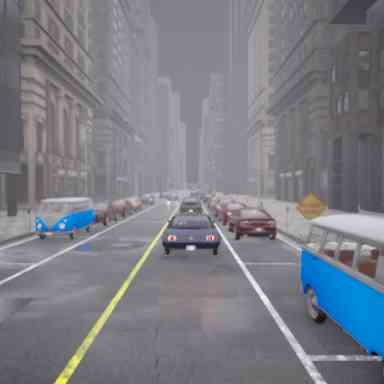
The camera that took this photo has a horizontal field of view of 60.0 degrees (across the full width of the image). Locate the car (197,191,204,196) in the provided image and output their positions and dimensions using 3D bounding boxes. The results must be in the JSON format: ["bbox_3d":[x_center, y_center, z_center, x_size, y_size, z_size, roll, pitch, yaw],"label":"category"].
[{"bbox_3d":[2.349,0.509,94.080,1.802,1.307,4.206,0,1,0],"label":"car"}]

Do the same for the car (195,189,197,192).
[{"bbox_3d":[2.397,0.577,83.046,1.752,1.417,4.829,0,1,0],"label":"car"}]

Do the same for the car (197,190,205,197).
[{"bbox_3d":[2.372,0.305,88.476,2.192,1.841,5.009,0,1,0],"label":"car"}]

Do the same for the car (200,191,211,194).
[{"bbox_3d":[2.544,0.978,49.269,1.887,1.381,4.507,0,1,0],"label":"car"}]

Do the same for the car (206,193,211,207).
[{"bbox_3d":[2.617,1.149,32.634,1.752,1.417,4.829,0,1,0],"label":"car"}]

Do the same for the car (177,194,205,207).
[{"bbox_3d":[-0.080,1.180,28.329,1.837,1.490,4.892,0,1,0],"label":"car"}]

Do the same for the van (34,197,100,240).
[{"bbox_3d":[-5.835,1.162,15.612,1.690,1.788,3.998,0,1,0],"label":"van"}]

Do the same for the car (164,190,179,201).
[{"bbox_3d":[-3.310,0.856,58.454,1.812,1.442,4.674,0,1,0],"label":"car"}]

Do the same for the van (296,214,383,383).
[{"bbox_3d":[2.739,1.288,4.455,1.690,1.788,3.998,0,1,0],"label":"van"}]

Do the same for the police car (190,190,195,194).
[{"bbox_3d":[0.532,0.465,84.174,1.930,1.638,5.238,0,1,0],"label":"police car"}]

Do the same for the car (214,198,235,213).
[{"bbox_3d":[2.667,1.298,21.262,1.887,1.381,4.507,0,1,0],"label":"car"}]

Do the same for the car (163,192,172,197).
[{"bbox_3d":[-6.128,0.607,82.835,2.008,1.369,4.403,0,1,0],"label":"car"}]

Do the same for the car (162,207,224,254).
[{"bbox_3d":[-0.017,1.453,12.703,1.895,1.301,4.718,0,1,0],"label":"car"}]

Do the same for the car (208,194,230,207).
[{"bbox_3d":[2.642,1.130,26.862,1.967,1.590,4.097,0,1,0],"label":"car"}]

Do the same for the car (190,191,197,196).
[{"bbox_3d":[0.489,0.433,94.065,1.837,1.490,4.892,0,1,0],"label":"car"}]

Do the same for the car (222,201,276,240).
[{"bbox_3d":[2.691,1.363,15.660,1.887,1.381,4.507,0,1,0],"label":"car"}]

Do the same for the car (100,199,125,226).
[{"bbox_3d":[-5.858,1.301,21.216,1.887,1.381,4.507,0,1,0],"label":"car"}]

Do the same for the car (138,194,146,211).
[{"bbox_3d":[-5.907,1.155,32.249,1.752,1.417,4.829,0,1,0],"label":"car"}]

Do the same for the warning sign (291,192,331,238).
[{"bbox_3d":[5.009,0.951,14.080,1.300,1.860,1.060,0,1,0],"label":"warning sign"}]

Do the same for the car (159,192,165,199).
[{"bbox_3d":[-6.079,0.727,71.631,1.887,1.381,4.507,0,1,0],"label":"car"}]

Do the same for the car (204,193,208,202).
[{"bbox_3d":[2.593,1.143,38.067,1.802,1.307,4.206,0,1,0],"label":"car"}]

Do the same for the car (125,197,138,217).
[{"bbox_3d":[-5.883,1.237,26.817,1.887,1.381,4.507,0,1,0],"label":"car"}]

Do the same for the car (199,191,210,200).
[{"bbox_3d":[2.470,0.683,66.072,1.967,1.590,4.097,0,1,0],"label":"car"}]

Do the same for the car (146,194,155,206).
[{"bbox_3d":[-5.957,0.940,43.622,1.967,1.590,4.097,0,1,0],"label":"car"}]

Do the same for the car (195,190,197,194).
[{"bbox_3d":[2.422,0.667,77.276,2.008,1.369,4.403,0,1,0],"label":"car"}]

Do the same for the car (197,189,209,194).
[{"bbox_3d":[2.494,0.621,60.469,2.192,1.841,5.009,0,1,0],"label":"car"}]
